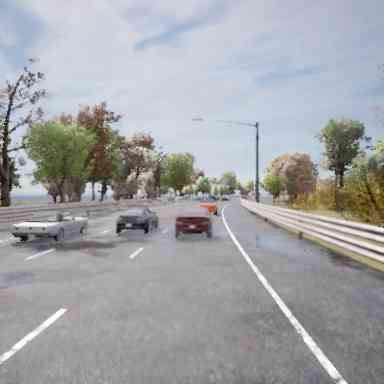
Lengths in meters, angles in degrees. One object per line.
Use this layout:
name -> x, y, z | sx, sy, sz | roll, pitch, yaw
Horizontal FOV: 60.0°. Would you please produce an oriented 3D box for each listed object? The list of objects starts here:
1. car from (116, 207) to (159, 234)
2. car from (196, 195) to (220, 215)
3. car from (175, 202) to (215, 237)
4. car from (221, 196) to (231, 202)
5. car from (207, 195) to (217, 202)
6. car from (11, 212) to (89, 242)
car -> -3.226, 1.625, 20.103 | 1.812, 1.442, 4.674 | 0, 0, 4
car -> 1.780, 1.545, 37.152 | 2.097, 1.767, 4.553 | 0, 0, 5
car -> 0.189, 1.572, 18.779 | 1.882, 1.535, 5.008 | 0, 0, 4
car -> 9.406, 2.034, 95.156 | 1.837, 1.490, 4.892 | 0, 0, 10
car -> 5.815, 1.756, 94.935 | 2.150, 2.045, 5.566 | 0, 0, 10
car -> -6.962, 1.683, 16.971 | 1.895, 1.301, 4.718 | 0, 0, 4
